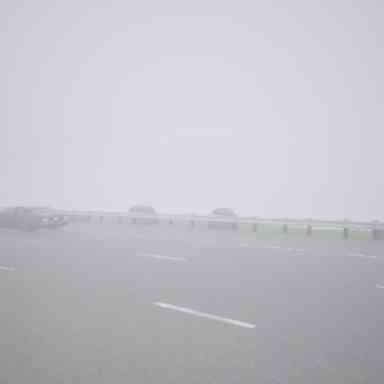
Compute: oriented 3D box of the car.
[{"bbox_3d":[-9.333,1.475,18.591,5.357,1.411,2.033,0,1,28],"label":"car"}]
